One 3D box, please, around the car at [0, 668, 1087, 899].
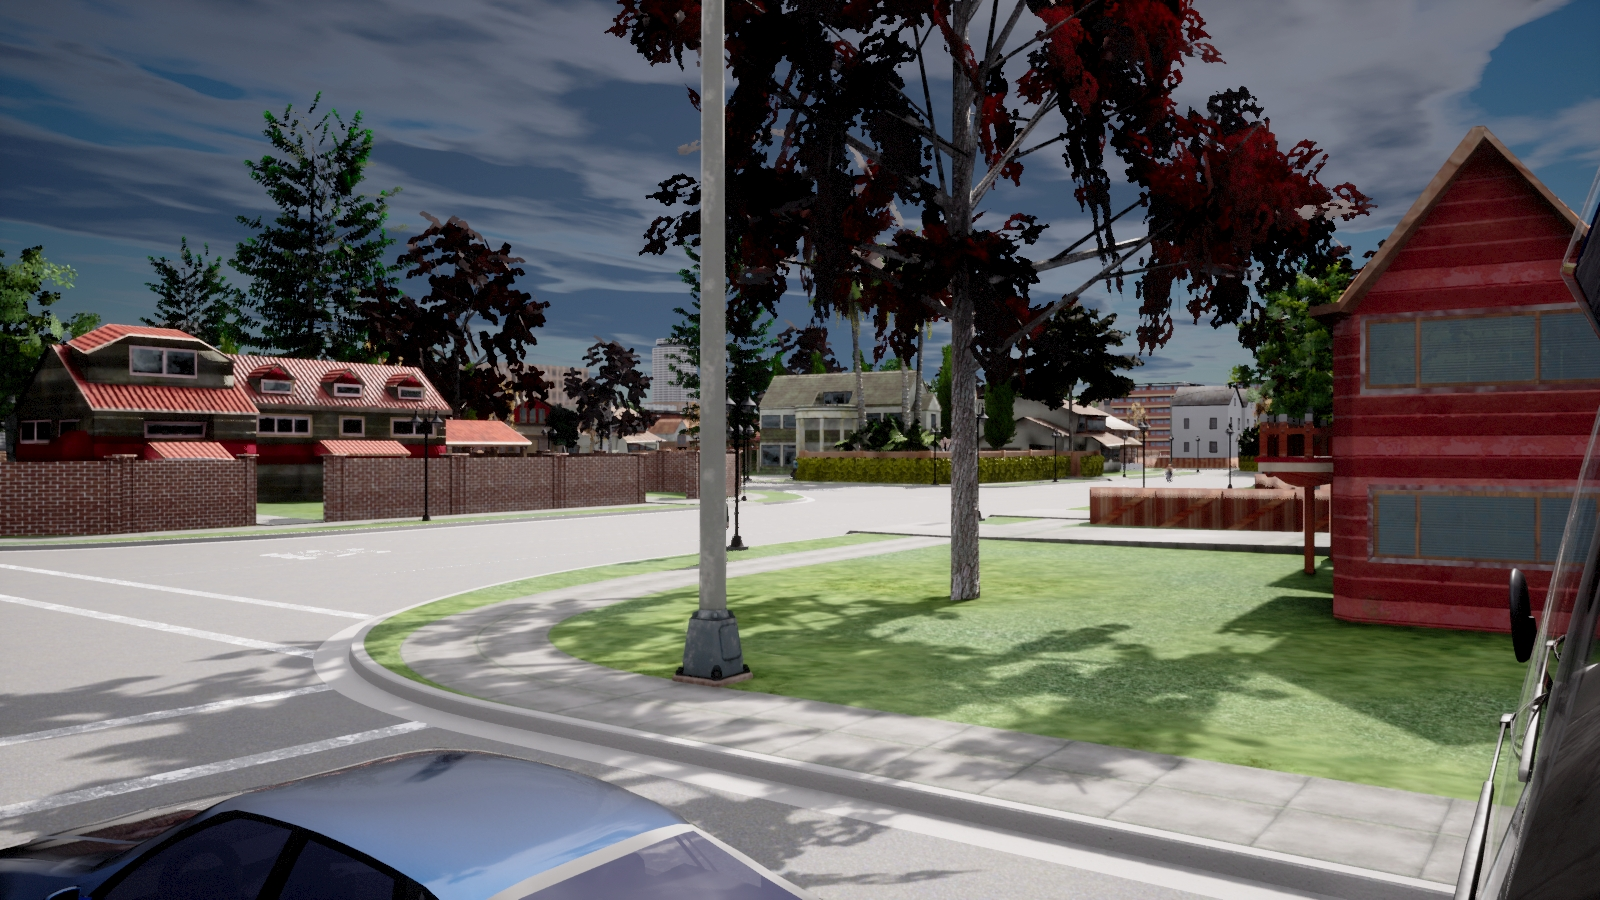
[{"bbox_3d":[-1.713,2.106,4.943,5.357,1.411,2.033,0,0,36],"label":"car"}]
